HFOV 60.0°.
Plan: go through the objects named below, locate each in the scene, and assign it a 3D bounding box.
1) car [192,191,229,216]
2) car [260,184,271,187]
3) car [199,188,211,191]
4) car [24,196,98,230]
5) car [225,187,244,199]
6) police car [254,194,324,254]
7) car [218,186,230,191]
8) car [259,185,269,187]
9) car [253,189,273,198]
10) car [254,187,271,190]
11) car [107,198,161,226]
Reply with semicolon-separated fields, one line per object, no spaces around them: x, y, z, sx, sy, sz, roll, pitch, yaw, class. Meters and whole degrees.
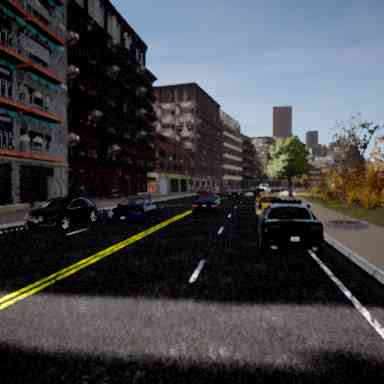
1.256;0.876;24.011;2.033;1.411;5.357;0;2;10;car
14.556;-0.555;66.610;2.150;2.045;5.566;0;1;17;car
2.129;0.019;58.374;1.895;1.301;4.718;0;1;15;car
-6.661;1.026;17.437;1.837;1.490;4.892;0;2;10;car
6.456;0.264;48.496;1.895;1.301;4.718;0;1;14;car
3.406;1.078;12.158;1.930;1.638;5.238;0;2;10;police car
5.936;-0.276;59.966;2.097;1.767;4.553;0;1;16;car
10.322;0.103;50.722;1.837;1.490;4.892;0;1;15;car
5.091;0.833;22.037;1.801;1.575;5.366;0;2;10;car
6.174;0.670;27.853;1.801;1.575;5.366;0;2;11;car
-3.147;1.046;18.676;1.994;1.385;4.181;0;2;10;car
